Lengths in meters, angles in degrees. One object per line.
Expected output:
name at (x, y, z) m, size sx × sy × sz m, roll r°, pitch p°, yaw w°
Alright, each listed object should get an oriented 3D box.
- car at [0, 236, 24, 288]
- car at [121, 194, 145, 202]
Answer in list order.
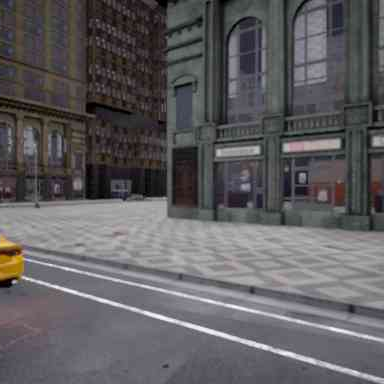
car at (-6.038, 1.470, 7.992) m, size 5.008 × 1.535 × 1.882 m, roll 0°, pitch 0°, yaw 35°
car at (-10.057, 0.953, 56.780) m, size 1.994 × 1.385 × 4.181 m, roll 0°, pitch 1°, yaw 36°
